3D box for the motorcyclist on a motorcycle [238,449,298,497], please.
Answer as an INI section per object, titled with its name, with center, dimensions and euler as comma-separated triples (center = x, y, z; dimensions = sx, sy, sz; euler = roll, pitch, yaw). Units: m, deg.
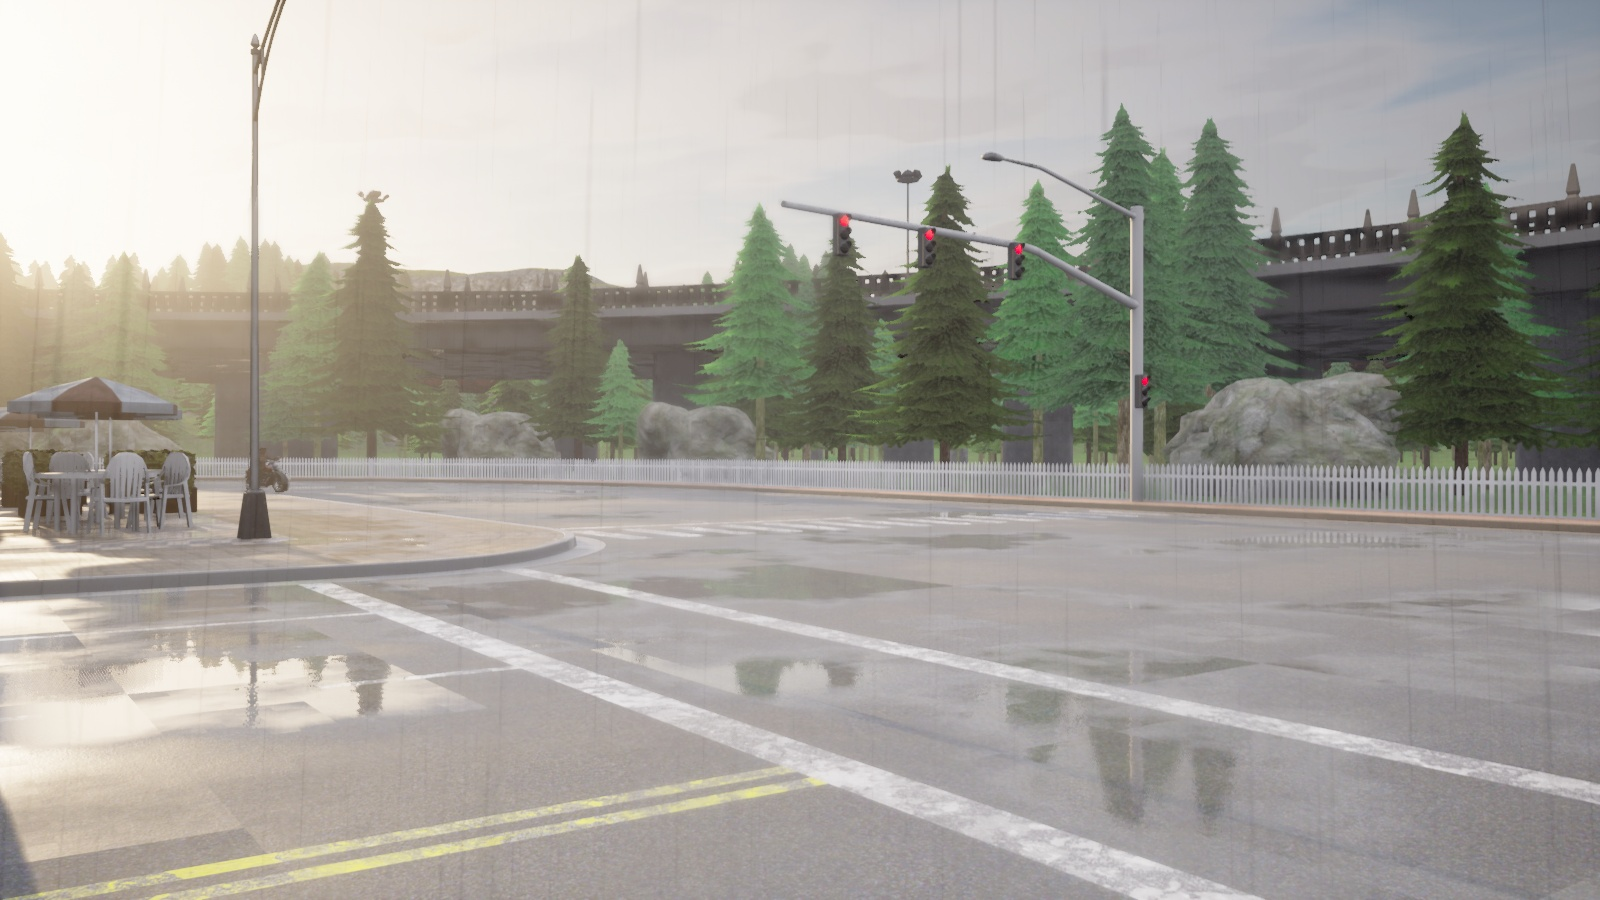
[motorcyclist on a motorcycle]
center = -18.718, 0.780, 44.173
dimensions = 2.350, 1.649, 0.766
euler = 0, 0, 34
